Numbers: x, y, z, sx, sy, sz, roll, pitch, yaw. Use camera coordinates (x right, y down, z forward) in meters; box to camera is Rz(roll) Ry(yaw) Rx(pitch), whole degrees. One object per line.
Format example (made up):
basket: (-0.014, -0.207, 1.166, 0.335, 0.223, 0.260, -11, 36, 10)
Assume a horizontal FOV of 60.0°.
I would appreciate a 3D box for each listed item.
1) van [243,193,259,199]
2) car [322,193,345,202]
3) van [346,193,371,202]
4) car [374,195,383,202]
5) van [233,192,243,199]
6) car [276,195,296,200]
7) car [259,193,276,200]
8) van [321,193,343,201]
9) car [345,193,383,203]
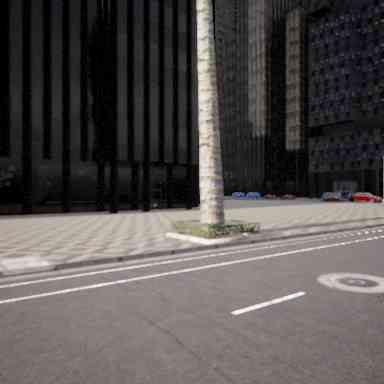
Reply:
van: (16.474, 1.026, 89.079, 1.690, 1.788, 3.998, 0, 0, -36)
car: (26.025, 1.285, 61.019, 1.802, 1.307, 4.206, 0, 0, -36)
van: (32.963, 1.030, 65.972, 1.690, 1.788, 3.998, 0, 0, -36)
car: (36.262, 1.274, 61.351, 1.802, 1.307, 4.206, 0, 0, -36)
van: (13.176, 1.027, 93.701, 1.690, 1.788, 3.998, 0, 0, -36)
car: (23.070, 1.267, 79.836, 1.802, 1.307, 4.206, 0, 0, -36)
car: (19.772, 1.267, 84.458, 1.802, 1.307, 4.206, 0, 0, -36)
van: (29.666, 1.027, 70.593, 1.690, 1.788, 3.998, 0, 0, -36)
car: (29.324, 1.021, 56.397, 2.192, 1.841, 5.009, 0, 0, -36)
